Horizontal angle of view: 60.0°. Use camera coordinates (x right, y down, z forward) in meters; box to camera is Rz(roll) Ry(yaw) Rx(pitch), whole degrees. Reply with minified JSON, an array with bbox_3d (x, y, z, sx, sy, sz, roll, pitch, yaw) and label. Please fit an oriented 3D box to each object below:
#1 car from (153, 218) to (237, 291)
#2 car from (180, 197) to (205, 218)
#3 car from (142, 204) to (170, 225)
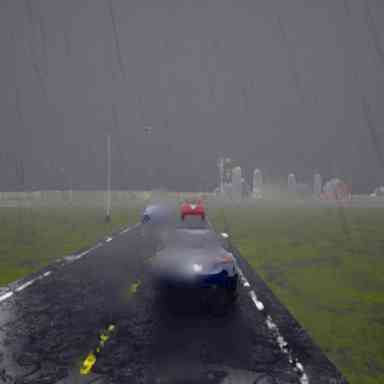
[{"bbox_3d":[0.080,1.644,9.253,1.994,1.385,4.181,0,0,0],"label":"car"},{"bbox_3d":[0.093,1.488,31.496,2.150,2.045,5.566,0,-1,0],"label":"car"},{"bbox_3d":[-2.854,1.705,26.810,1.882,1.535,5.008,0,0,0],"label":"car"}]
